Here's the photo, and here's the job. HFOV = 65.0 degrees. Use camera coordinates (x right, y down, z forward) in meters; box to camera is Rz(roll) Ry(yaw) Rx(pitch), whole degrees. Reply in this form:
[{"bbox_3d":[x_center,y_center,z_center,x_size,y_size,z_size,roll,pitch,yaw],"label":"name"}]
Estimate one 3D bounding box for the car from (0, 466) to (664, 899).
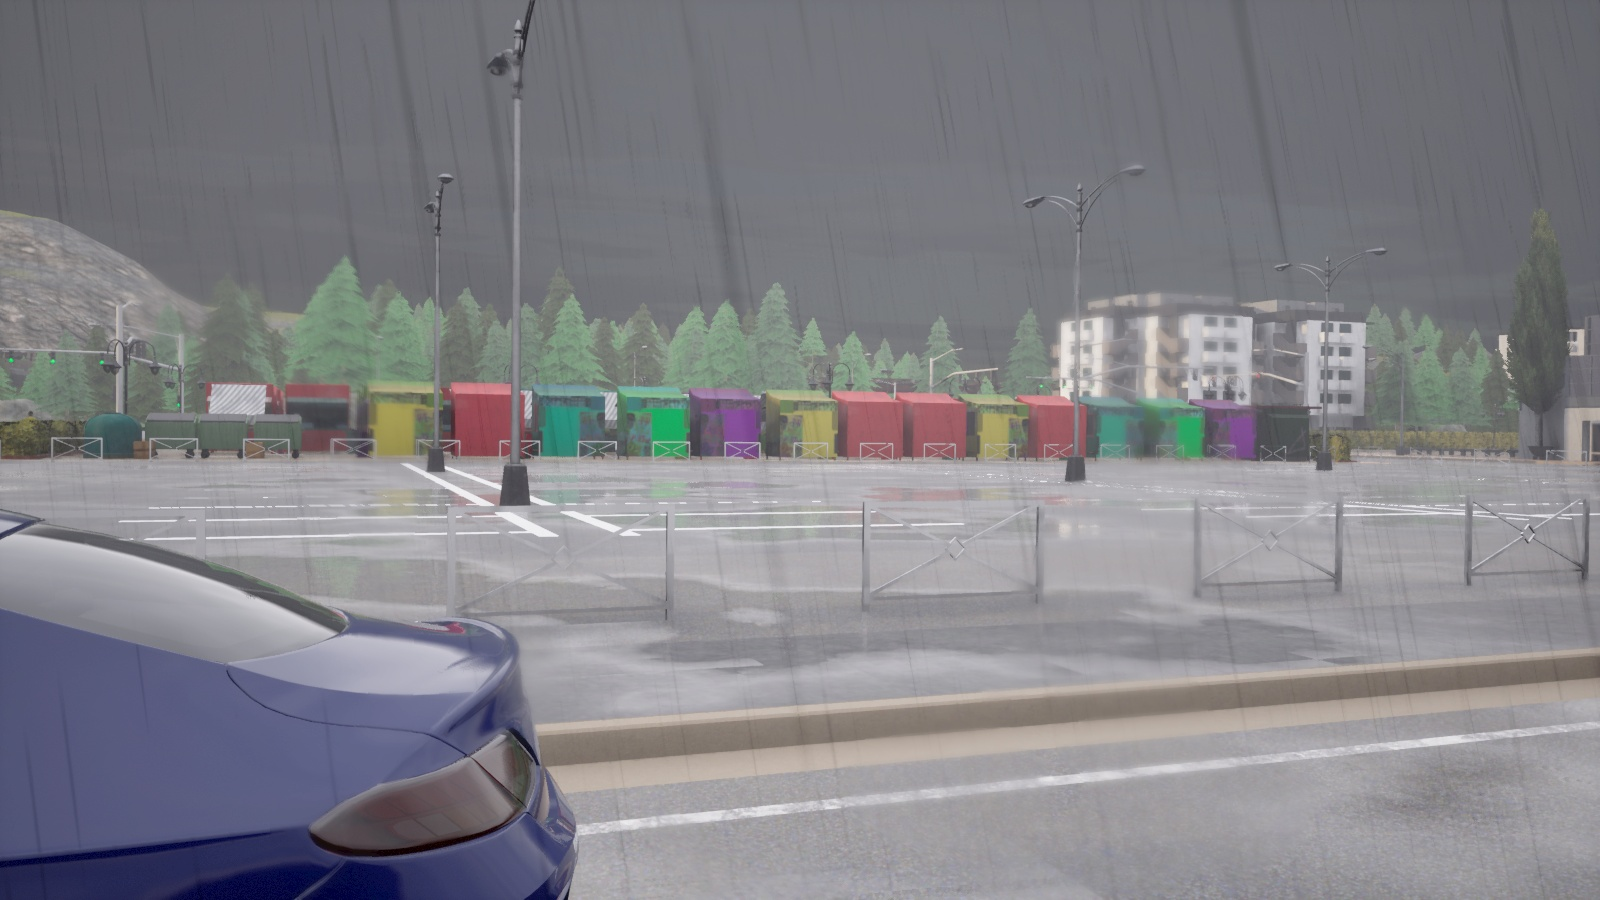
[{"bbox_3d":[-2.743,0.818,2.198,4.674,1.442,1.812,-1,1,-21],"label":"car"}]
